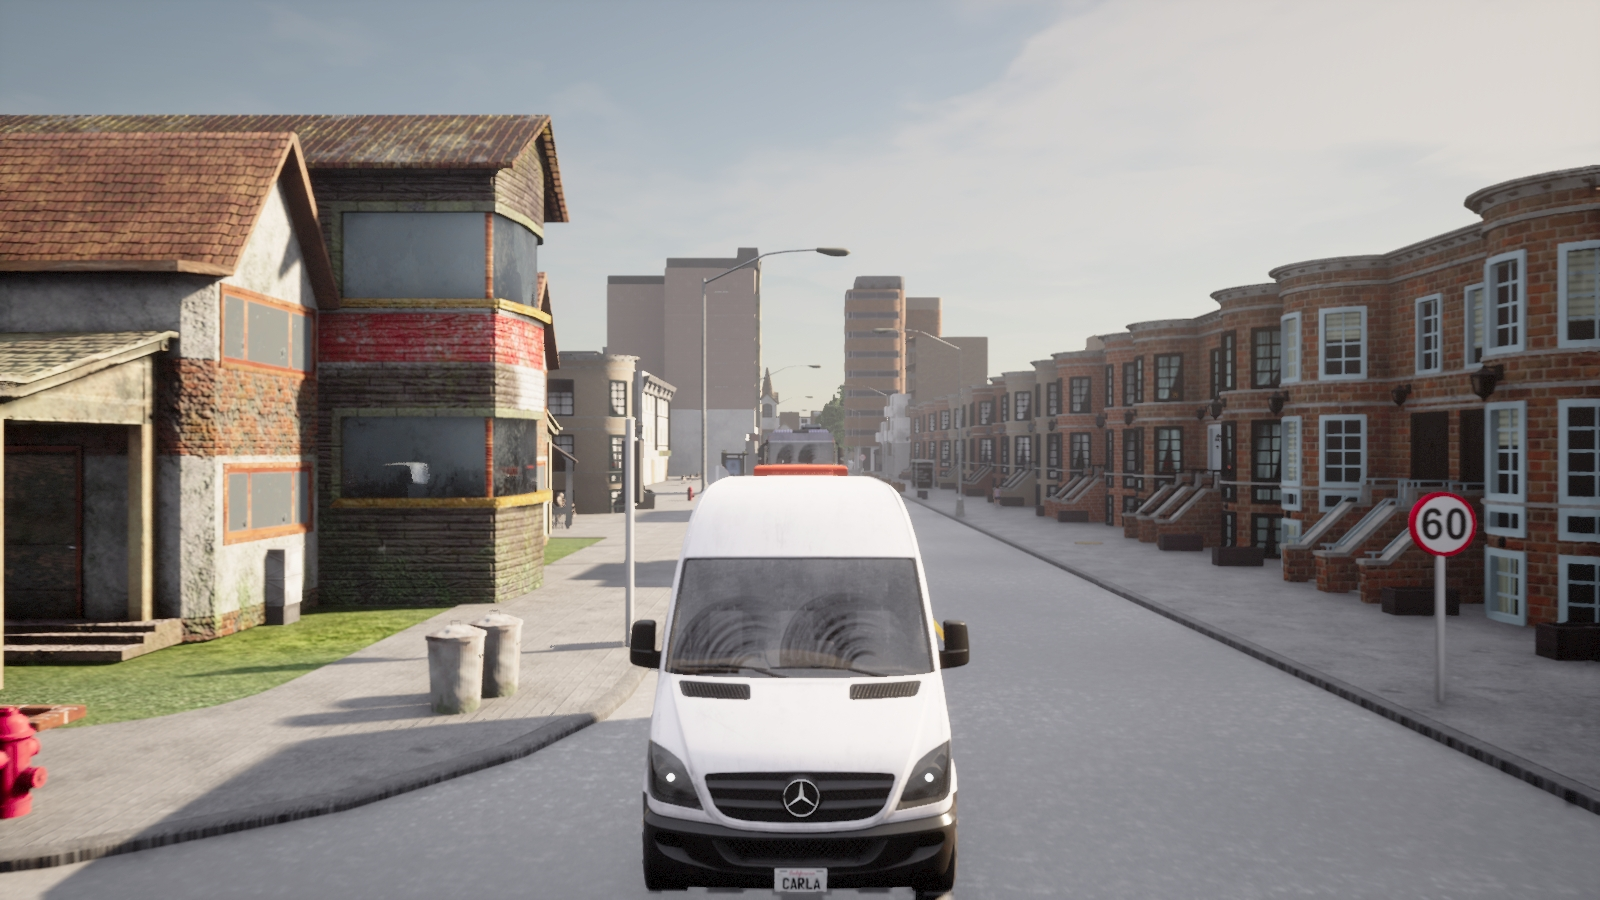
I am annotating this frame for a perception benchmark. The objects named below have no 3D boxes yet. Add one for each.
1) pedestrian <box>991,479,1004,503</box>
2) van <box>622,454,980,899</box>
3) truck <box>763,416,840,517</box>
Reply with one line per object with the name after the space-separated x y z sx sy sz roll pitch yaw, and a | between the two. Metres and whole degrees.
9.201 1.900 53.200 0.500 1.100 0.500 0 0 -7 | pedestrian
0.004 1.315 9.297 1.988 2.561 5.915 0 0 0 | van
0.031 0.661 47.769 2.891 3.827 8.468 0 -1 0 | truck
